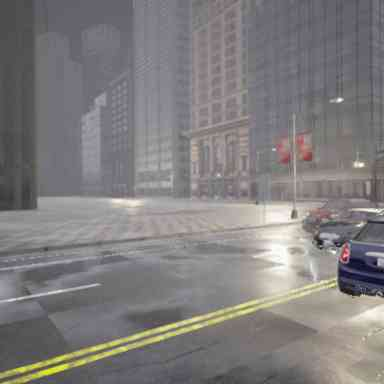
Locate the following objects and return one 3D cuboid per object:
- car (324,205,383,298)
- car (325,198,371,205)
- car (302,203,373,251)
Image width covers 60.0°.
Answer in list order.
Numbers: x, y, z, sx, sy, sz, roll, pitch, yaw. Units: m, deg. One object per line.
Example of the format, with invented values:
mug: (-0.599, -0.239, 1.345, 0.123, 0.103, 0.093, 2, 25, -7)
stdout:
car: (5.149, 1.255, 7.112, 4.553, 1.767, 2.097, -1, 0, -36)
car: (7.726, 1.162, 17.118, 4.553, 1.767, 2.097, -1, 1, -35)
car: (6.432, 1.349, 12.234, 4.902, 1.511, 2.128, -1, 0, -35)
